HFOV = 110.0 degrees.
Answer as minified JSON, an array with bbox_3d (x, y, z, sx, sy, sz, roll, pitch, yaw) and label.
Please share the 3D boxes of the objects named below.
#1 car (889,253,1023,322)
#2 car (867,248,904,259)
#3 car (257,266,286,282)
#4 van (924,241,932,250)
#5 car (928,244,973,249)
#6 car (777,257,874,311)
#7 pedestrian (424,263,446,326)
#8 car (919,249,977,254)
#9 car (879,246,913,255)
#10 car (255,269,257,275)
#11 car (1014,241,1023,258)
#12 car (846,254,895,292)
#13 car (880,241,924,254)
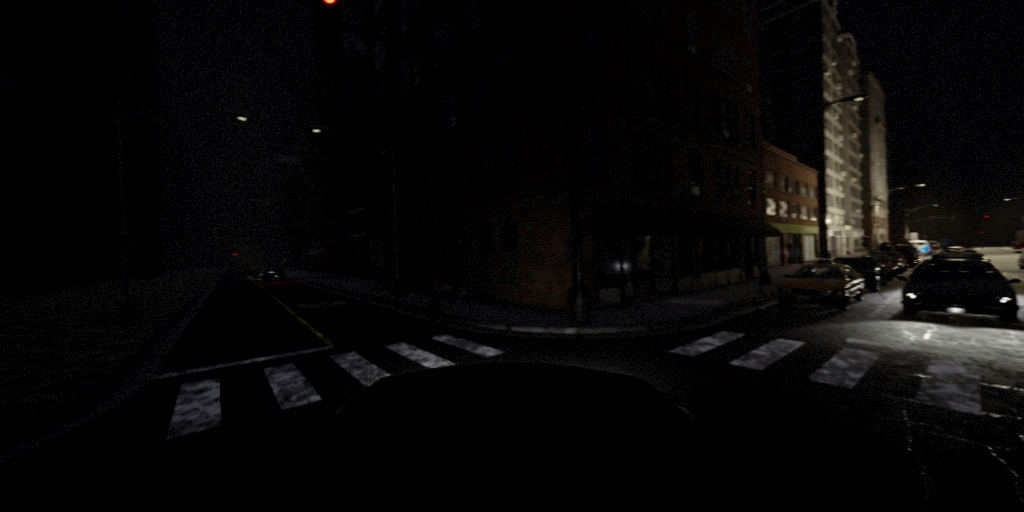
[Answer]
[{"bbox_3d":[12.464,0.801,10.096,5.357,1.411,2.033,-2,1,-39],"label":"car"},{"bbox_3d":[19.138,0.461,19.000,4.829,1.417,1.751,0,0,-39],"label":"car"},{"bbox_3d":[-24.727,1.831,37.225,2.128,1.511,4.902,-2,1,-38],"label":"car"},{"bbox_3d":[45.681,-0.856,40.378,3.998,1.789,1.690,0,0,-39],"label":"van"},{"bbox_3d":[28.512,0.119,22.949,5.357,1.411,2.033,-2,1,-38],"label":"car"},{"bbox_3d":[10.334,0.835,11.910,4.829,1.417,1.751,0,0,-39],"label":"car"},{"bbox_3d":[-2.276,1.062,10.403,0.375,1.860,0.375,-2,1,-38],"label":"pedestrian"},{"bbox_3d":[20.192,0.526,16.299,4.718,1.301,1.895,-2,1,-39],"label":"car"},{"bbox_3d":[23.539,0.274,22.546,4.829,1.417,1.751,0,0,-39],"label":"car"},{"bbox_3d":[-31.314,1.983,45.595,1.837,1.490,4.892,-2,1,-37],"label":"car"},{"bbox_3d":[28.849,0.095,19.187,4.892,1.490,1.837,-2,1,-39],"label":"car"},{"bbox_3d":[14.869,0.689,15.562,4.313,1.339,1.948,0,0,-39],"label":"car"},{"bbox_3d":[28.074,-0.125,26.198,5.009,1.841,2.192,0,0,-39],"label":"car"}]
